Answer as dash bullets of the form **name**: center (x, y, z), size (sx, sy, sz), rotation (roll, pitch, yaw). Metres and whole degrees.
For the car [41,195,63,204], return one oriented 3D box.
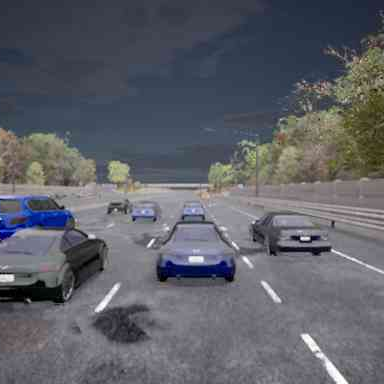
- **car**: center (-24.530, 1.259, 58.541), size (1.837, 1.490, 4.892), rotation (0, 0, 0)

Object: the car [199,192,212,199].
- **car**: center (3.486, 1.158, 85.571), size (1.882, 1.535, 5.008), rotation (0, 0, 0)

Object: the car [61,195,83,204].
- **car**: center (-21.034, 1.246, 58.699), size (2.128, 1.511, 4.902), rotation (0, 0, 1)

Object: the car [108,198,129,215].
- **car**: center (-6.905, 1.362, 32.549), size (1.837, 1.490, 4.892), rotation (0, 0, 0)

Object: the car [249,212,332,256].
- **car**: center (3.521, 1.487, 12.870), size (2.033, 1.411, 5.357), rotation (0, 0, 0)

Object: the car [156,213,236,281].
- **car**: center (0.099, 1.520, 9.720), size (1.994, 1.385, 4.181), rotation (0, 0, 0)

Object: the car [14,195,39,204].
- **car**: center (-28.035, 1.262, 56.613), size (1.837, 1.490, 4.892), rotation (0, 0, 1)

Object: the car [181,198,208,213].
- **car**: center (0.095, 1.428, 26.879), size (2.033, 1.411, 5.357), rotation (0, 0, 0)

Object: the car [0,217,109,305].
- **car**: center (-3.402, 1.527, 8.051), size (1.994, 1.385, 4.181), rotation (0, 0, 0)

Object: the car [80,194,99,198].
- **car**: center (-17.548, 1.107, 58.058), size (2.097, 1.767, 4.553), rotation (0, 0, 1)

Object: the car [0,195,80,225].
- **car**: center (-6.903, 1.158, 14.179), size (2.150, 2.045, 5.566), rotation (0, 0, 0)

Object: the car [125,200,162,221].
- **car**: center (-3.406, 1.434, 25.610), size (2.033, 1.411, 5.357), rotation (0, 0, 0)
